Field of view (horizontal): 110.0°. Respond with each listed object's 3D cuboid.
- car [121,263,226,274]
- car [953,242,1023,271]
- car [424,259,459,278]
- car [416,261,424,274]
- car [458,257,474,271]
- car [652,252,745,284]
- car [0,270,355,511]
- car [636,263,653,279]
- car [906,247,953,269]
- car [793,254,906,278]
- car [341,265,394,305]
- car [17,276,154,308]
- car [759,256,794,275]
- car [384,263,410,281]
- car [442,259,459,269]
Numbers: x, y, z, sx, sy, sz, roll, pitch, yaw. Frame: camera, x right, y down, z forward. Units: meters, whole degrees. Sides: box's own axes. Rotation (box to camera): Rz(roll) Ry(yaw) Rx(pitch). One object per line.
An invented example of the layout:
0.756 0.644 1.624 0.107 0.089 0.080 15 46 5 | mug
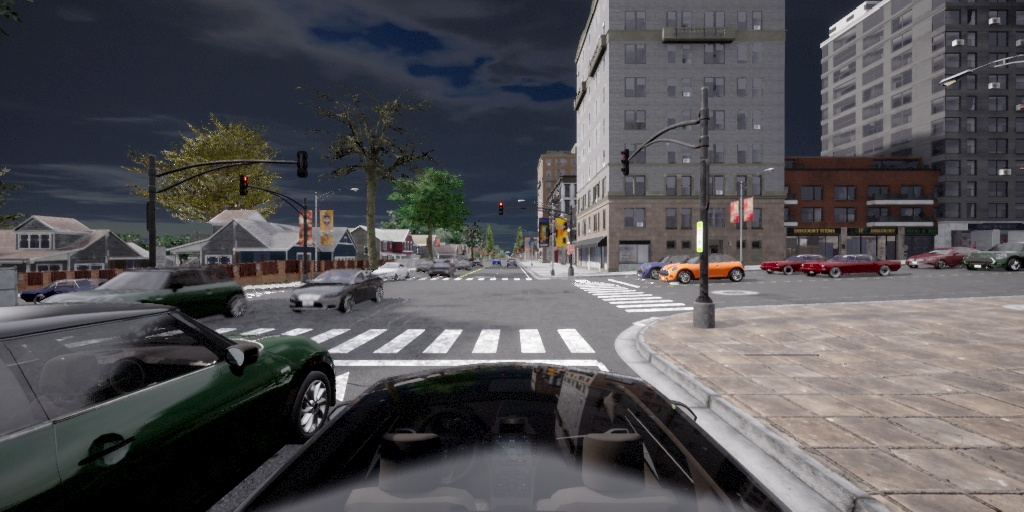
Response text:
-9.863 1.105 9.955 2.097 1.767 4.553 0 0 0 | car
30.492 -0.045 21.764 4.553 1.767 2.097 -2 0 0 | car
-6.551 1.312 33.948 2.033 1.411 5.357 0 0 -2 | car
-9.903 1.279 42.099 1.837 1.490 4.892 0 0 0 | car
-6.658 1.290 48.684 1.837 1.490 4.892 0 0 0 | car
11.353 0.680 21.695 4.553 1.767 2.097 -2 0 0 | car
-3.152 1.102 2.461 2.097 1.767 4.553 0 0 0 | car
11.099 0.679 25.015 4.553 1.767 2.097 -2 0 2 | car
30.407 0.121 25.011 4.674 1.442 1.812 -2 0 0 | car
20.337 0.584 21.730 4.718 1.301 1.895 -2 0 0 | car
-6.608 1.273 14.065 2.128 1.511 4.902 0 0 0 | car
-21.636 1.806 18.338 4.718 1.301 1.895 -2 0 0 | car
20.096 0.583 24.979 4.718 1.301 1.895 -2 0 0 | car
-9.969 1.288 29.926 1.812 1.442 4.674 0 0 2 | car
-9.907 1.289 57.971 1.882 1.535 5.008 0 0 0 | car
